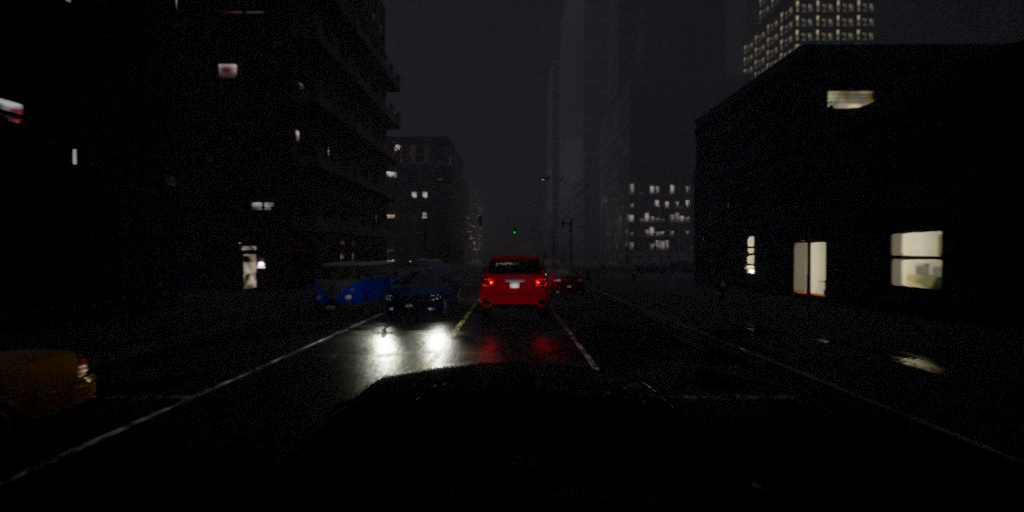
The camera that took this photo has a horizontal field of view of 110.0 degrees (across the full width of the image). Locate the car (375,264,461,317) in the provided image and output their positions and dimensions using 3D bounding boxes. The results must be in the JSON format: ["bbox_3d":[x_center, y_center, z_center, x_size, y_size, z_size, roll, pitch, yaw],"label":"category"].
[{"bbox_3d":[-3.104,1.226,13.316,1.882,1.535,5.008,0,0,0],"label":"car"}]

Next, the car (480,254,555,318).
[{"bbox_3d":[0.085,0.968,13.076,2.150,2.045,5.566,0,0,0],"label":"car"}]

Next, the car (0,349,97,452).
[{"bbox_3d":[-5.691,1.275,2.026,1.751,1.417,4.829,0,0,0],"label":"car"}]

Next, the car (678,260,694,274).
[{"bbox_3d":[22.178,1.480,42.249,4.313,1.339,1.948,0,0,1],"label":"car"}]

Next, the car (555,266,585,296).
[{"bbox_3d":[2.682,1.293,18.977,1.888,1.381,4.507,0,0,0],"label":"car"}]

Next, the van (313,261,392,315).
[{"bbox_3d":[-5.697,1.090,13.356,1.690,1.789,3.998,0,0,0],"label":"van"}]

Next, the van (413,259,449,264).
[{"bbox_3d":[-5.701,1.086,24.519,1.690,1.789,3.998,0,0,0],"label":"van"}]

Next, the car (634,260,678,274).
[{"bbox_3d":[16.696,1.439,42.322,4.403,1.370,2.007,0,0,1],"label":"car"}]
